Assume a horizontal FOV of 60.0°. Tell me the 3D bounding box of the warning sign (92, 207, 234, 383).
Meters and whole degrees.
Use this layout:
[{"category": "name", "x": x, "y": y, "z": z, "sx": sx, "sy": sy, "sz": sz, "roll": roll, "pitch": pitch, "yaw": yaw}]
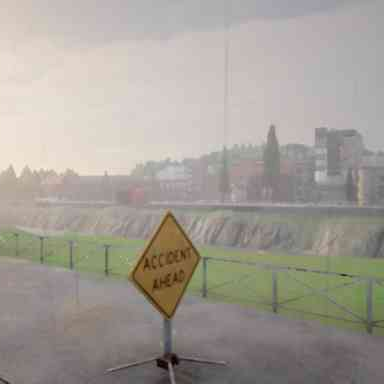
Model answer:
[{"category": "warning sign", "x": -0.293, "y": 1.137, "z": 3.893, "sx": 1.060, "sy": 1.860, "sz": 1.300, "roll": -1, "pitch": 0, "yaw": 36}]
